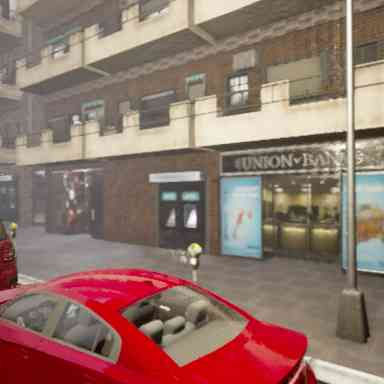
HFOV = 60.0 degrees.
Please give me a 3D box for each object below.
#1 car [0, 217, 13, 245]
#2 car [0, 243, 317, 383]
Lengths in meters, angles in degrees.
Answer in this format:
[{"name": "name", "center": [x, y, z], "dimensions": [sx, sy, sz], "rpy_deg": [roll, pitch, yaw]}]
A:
[{"name": "car", "center": [-5.571, 1.273, 6.867], "dimensions": [5.009, 1.841, 2.192], "rpy_deg": [0, -1, 36]}, {"name": "car", "center": [-1.042, 1.531, 3.631], "dimensions": [4.507, 1.381, 1.887], "rpy_deg": [0, -1, 36]}]
